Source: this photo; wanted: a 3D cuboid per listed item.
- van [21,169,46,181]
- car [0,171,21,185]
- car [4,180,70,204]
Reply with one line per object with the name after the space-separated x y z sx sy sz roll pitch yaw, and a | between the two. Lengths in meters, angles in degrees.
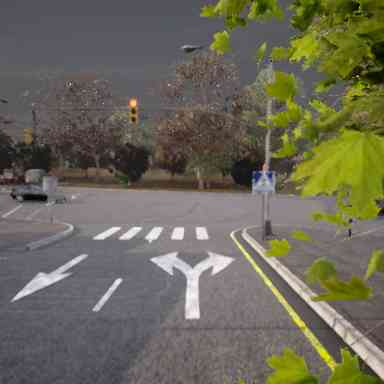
-20.212 -1.888 43.045 1.878 1.987 4.442 1 6 -14 | van
-23.181 -1.920 43.447 2.185 1.767 4.553 0 6 -13 | car
-13.167 0.178 28.989 4.902 1.511 2.128 3 6 5 | car
